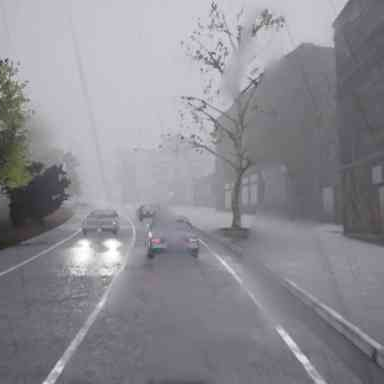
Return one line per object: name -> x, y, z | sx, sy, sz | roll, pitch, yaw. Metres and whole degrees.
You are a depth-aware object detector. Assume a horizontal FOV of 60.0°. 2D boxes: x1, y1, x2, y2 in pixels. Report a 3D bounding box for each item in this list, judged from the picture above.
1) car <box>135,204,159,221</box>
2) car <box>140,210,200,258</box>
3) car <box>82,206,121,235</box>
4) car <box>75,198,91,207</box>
car -> -4.028, 1.821, 30.195 | 2.033, 1.411, 5.357 | 1, -1, -15
car -> -0.843, 1.660, 13.329 | 2.033, 1.411, 5.357 | 1, -1, -6
car -> -5.240, 1.723, 19.650 | 1.895, 1.301, 4.718 | 1, -1, -10
car -> -19.164, 1.844, 58.196 | 1.812, 1.442, 4.674 | 3, -1, -29
